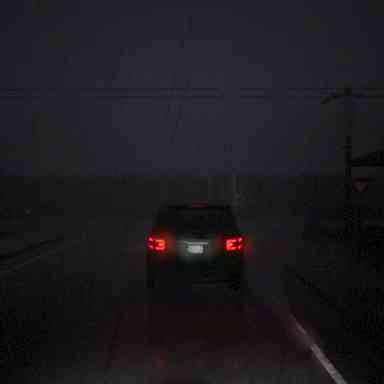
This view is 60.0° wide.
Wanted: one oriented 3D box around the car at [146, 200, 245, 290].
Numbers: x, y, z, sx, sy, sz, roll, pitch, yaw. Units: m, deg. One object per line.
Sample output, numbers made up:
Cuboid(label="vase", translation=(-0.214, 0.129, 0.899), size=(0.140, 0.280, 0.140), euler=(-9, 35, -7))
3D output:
Cuboid(label="car", translation=(0.092, 1.214, 9.193), size=(2.150, 2.045, 5.566), euler=(0, 0, 0))

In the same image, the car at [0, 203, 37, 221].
Cuboid(label="car", translation=(-15.305, 1.554, 26.449), size=(5.357, 1.411, 2.033), euler=(0, 0, -2))

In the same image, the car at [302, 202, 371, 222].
Cuboid(label="car", translation=(11.159, 1.484, 25.825), size=(5.008, 1.535, 1.882), euler=(0, 0, 1))
